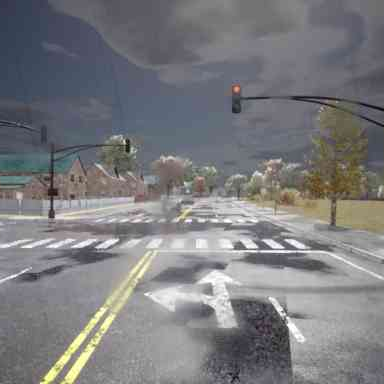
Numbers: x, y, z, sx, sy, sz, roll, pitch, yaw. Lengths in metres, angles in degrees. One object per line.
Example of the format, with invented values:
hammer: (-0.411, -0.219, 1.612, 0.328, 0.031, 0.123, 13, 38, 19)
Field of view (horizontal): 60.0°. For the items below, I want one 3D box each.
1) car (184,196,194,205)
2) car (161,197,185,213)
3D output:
car: (-0.741, 1.458, 62.657, 2.097, 1.767, 4.553, 0, 0, 4)
car: (-2.279, 1.545, 37.113, 2.128, 1.511, 4.902, 0, 0, 3)
